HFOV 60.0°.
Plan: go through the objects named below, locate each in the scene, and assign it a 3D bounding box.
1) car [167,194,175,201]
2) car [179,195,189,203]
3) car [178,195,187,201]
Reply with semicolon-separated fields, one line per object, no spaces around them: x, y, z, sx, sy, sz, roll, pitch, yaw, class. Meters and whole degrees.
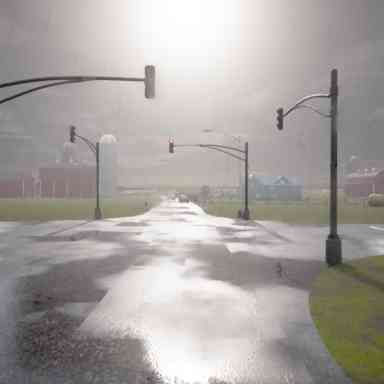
-4.655;1.182;74.000;1.812;1.442;4.674;0;0;-3;car
-1.670;1.624;69.999;1.895;1.301;4.718;0;0;-3;car
-2.274;1.464;79.983;1.837;1.490;4.892;0;0;-4;car
